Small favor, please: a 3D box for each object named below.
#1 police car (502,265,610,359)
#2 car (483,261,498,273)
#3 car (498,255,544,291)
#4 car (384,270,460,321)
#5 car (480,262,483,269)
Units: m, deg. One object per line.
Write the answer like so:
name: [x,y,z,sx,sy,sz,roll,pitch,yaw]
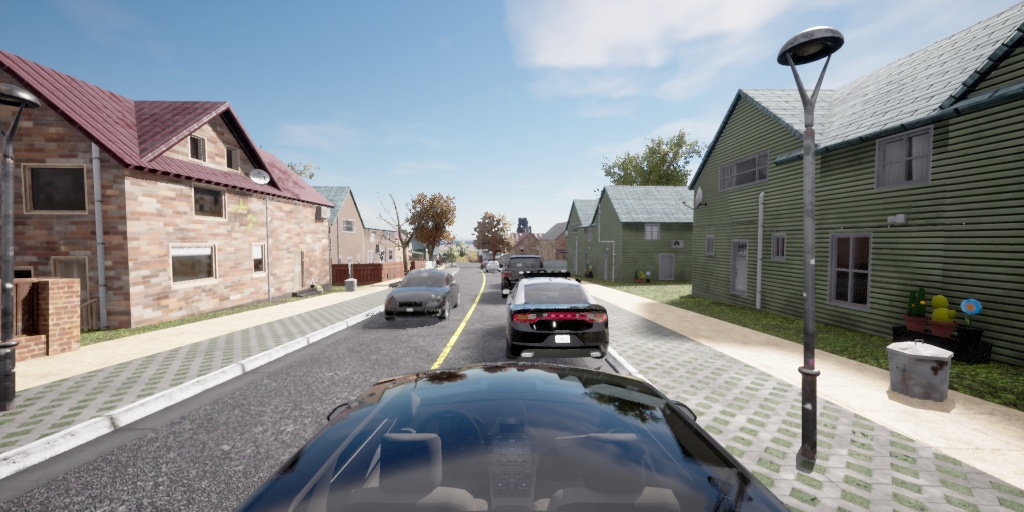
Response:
police car: [0.803,1.174,8.534,1.930,1.638,5.238,0,0,-1]
car: [-2.516,1.410,47.592,1.812,1.442,4.674,0,0,-6]
car: [0.529,0.987,18.515,2.150,2.045,5.566,0,0,-2]
car: [-2.920,1.261,12.475,1.837,1.490,4.892,0,0,-1]
car: [-4.390,1.508,61.472,1.812,1.442,4.674,0,0,-9]
